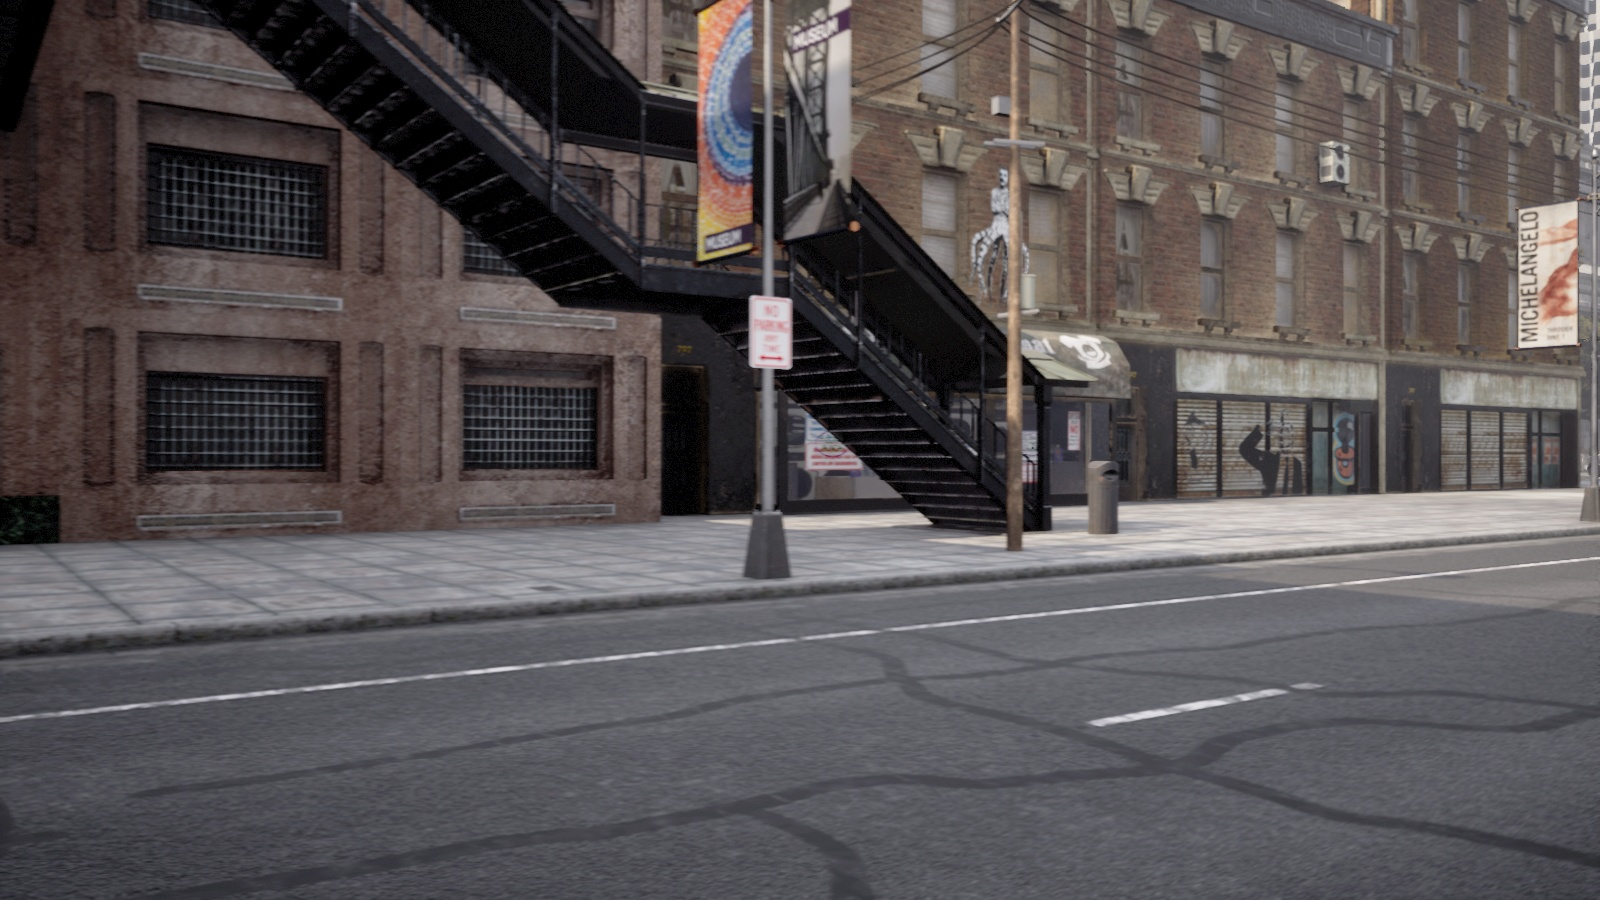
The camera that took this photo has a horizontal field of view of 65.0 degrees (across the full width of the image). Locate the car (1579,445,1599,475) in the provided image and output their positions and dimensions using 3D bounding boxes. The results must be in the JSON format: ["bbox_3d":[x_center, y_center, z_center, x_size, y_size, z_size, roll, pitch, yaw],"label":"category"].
[{"bbox_3d":[51.102,0.644,77.746,1.932,1.855,4.605,0,0,-22],"label":"car"}]
